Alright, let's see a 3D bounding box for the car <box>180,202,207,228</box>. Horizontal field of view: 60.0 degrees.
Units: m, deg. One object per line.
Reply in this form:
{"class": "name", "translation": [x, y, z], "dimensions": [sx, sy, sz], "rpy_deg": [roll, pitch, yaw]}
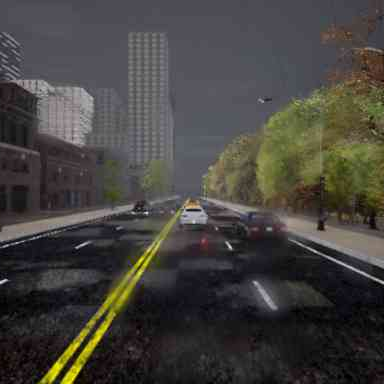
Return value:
{"class": "car", "translation": [0.104, 1.706, 23.612], "dimensions": [1.812, 1.442, 4.674], "rpy_deg": [0, 0, 0]}

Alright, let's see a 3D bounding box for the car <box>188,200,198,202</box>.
{"class": "car", "translation": [0.106, 1.837, 47.676], "dimensions": [1.882, 1.535, 5.008], "rpy_deg": [0, 0, 0]}

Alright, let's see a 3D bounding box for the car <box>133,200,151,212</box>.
{"class": "car", "translation": [-6.558, 1.839, 44.057], "dimensions": [1.837, 1.490, 4.892], "rpy_deg": [0, -1, 0]}

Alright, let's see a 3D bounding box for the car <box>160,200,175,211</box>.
{"class": "car", "translation": [-3.300, 1.872, 45.920], "dimensions": [1.812, 1.442, 4.674], "rpy_deg": [0, 0, 0]}

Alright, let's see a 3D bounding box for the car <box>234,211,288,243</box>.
{"class": "car", "translation": [3.354, 1.677, 16.912], "dimensions": [2.033, 1.411, 5.357], "rpy_deg": [0, 0, 0]}
